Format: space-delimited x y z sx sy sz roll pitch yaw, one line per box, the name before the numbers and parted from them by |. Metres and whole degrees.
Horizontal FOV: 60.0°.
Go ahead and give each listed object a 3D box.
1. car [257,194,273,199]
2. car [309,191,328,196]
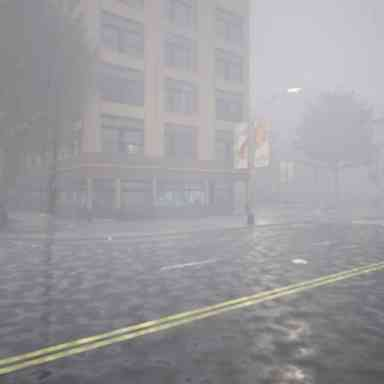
car | 19.603 1.255 89.376 2.161 1.482 4.786 0 0 -36
car | 30.081 1.153 81.895 2.002 1.452 4.674 0 0 -36
